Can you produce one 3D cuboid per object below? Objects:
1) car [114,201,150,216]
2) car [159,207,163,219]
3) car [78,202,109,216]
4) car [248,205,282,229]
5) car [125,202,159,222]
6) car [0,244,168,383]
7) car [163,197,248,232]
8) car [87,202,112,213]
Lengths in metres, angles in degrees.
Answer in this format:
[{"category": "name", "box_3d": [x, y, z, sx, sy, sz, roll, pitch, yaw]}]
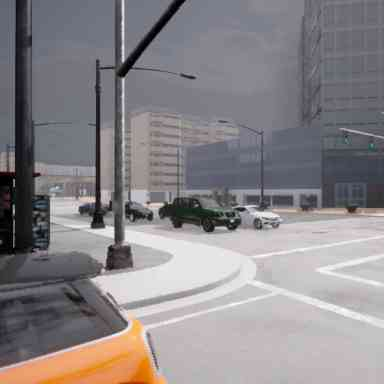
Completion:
[{"category": "car", "box_3d": [-6.873, 1.841, 37.649, 2.128, 1.511, 4.902, 0, -1, -36]}, {"category": "car", "box_3d": [-1.360, 1.740, 30.107, 1.812, 1.442, 4.674, 0, -1, -36]}, {"category": "car", "box_3d": [-11.381, 1.939, 37.903, 2.033, 1.411, 5.357, 0, -1, -36]}, {"category": "car", "box_3d": [3.940, 1.635, 22.720, 1.812, 1.442, 4.674, 0, -1, -35]}, {"category": "car", "box_3d": [-5.135, 1.741, 29.287, 1.837, 1.490, 4.892, 0, -1, -36]}, {"category": "car", "box_3d": [-2.454, 1.352, 2.156, 4.553, 1.767, 2.097, 0, 0, -35]}, {"category": "car", "box_3d": [0.673, 1.335, 21.289, 2.150, 2.045, 5.566, 0, -1, -36]}, {"category": "car", "box_3d": [-12.706, 2.060, 45.741, 1.994, 1.385, 4.181, 0, -1, -35]}]
